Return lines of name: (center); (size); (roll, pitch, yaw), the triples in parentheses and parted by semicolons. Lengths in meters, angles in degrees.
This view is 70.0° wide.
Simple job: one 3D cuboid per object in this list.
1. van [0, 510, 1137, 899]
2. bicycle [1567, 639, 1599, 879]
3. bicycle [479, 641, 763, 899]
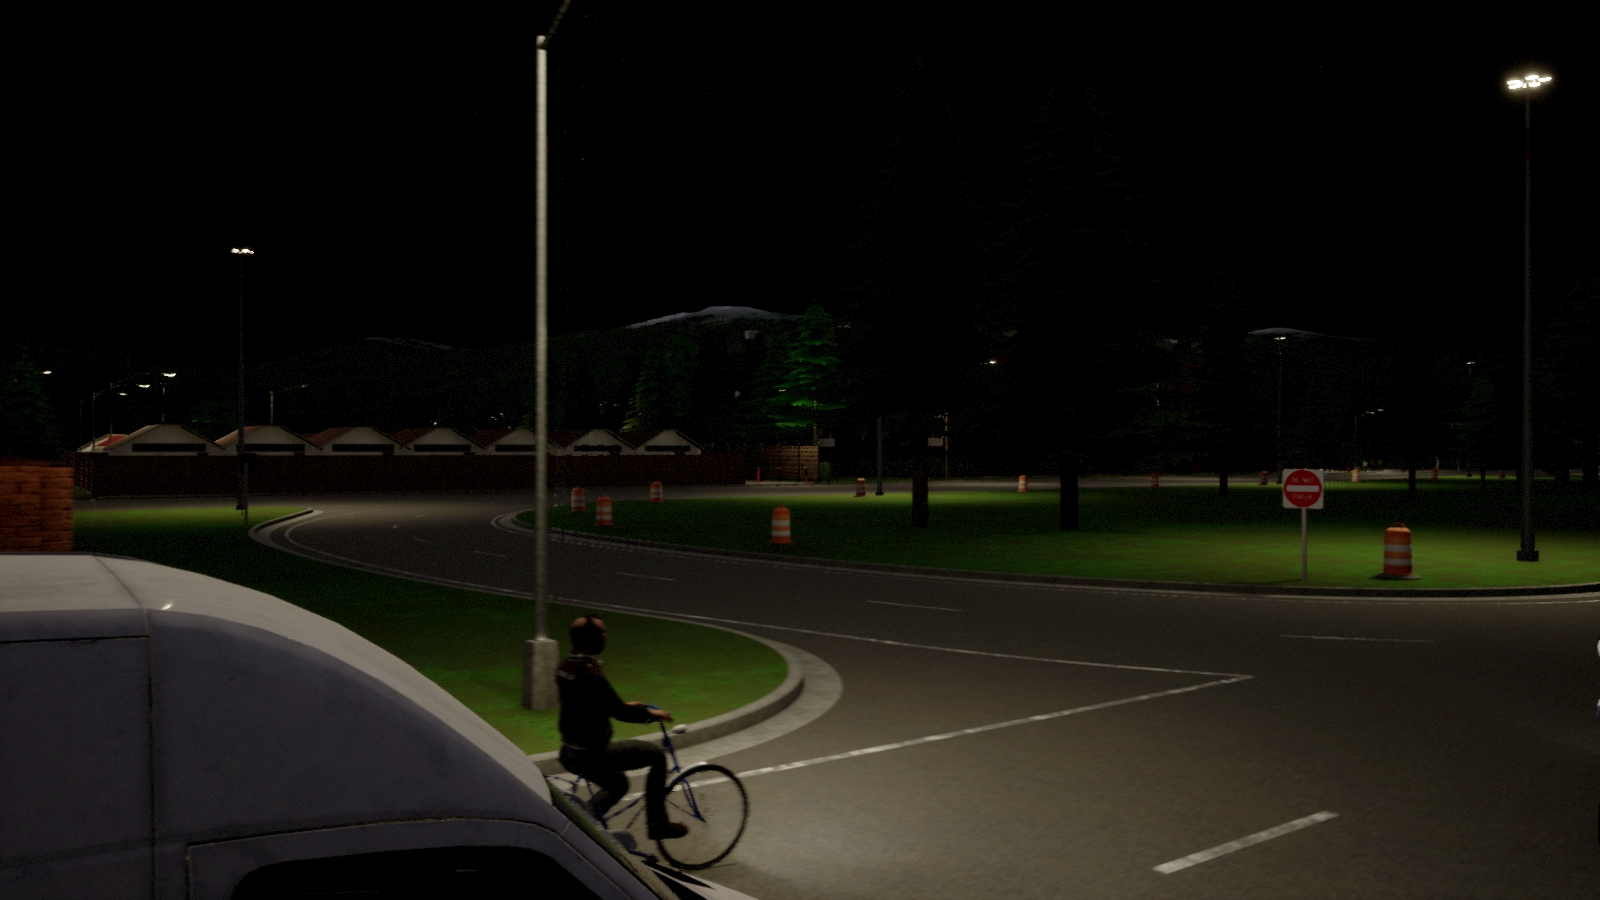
van: (-2.032, 1.535, 2.347); (5.915, 2.561, 1.988); (0, 0, -35)
bicycle: (5.902, 2.063, 7.956); (1.643, 1.496, 0.373); (0, 0, -35)
bicycle: (-1.094, 2.063, 7.298); (1.835, 1.471, 0.329); (0, 0, -35)
